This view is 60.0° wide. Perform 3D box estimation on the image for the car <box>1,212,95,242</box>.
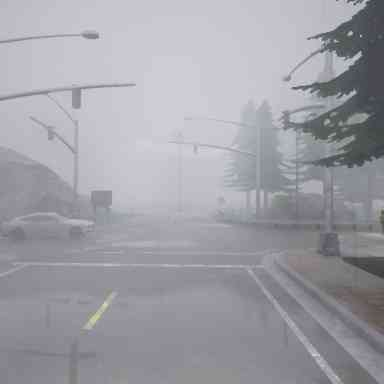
[{"bbox_3d":[-7.674,1.820,17.901,4.674,1.442,1.812,-1,0,-7],"label":"car"}]
